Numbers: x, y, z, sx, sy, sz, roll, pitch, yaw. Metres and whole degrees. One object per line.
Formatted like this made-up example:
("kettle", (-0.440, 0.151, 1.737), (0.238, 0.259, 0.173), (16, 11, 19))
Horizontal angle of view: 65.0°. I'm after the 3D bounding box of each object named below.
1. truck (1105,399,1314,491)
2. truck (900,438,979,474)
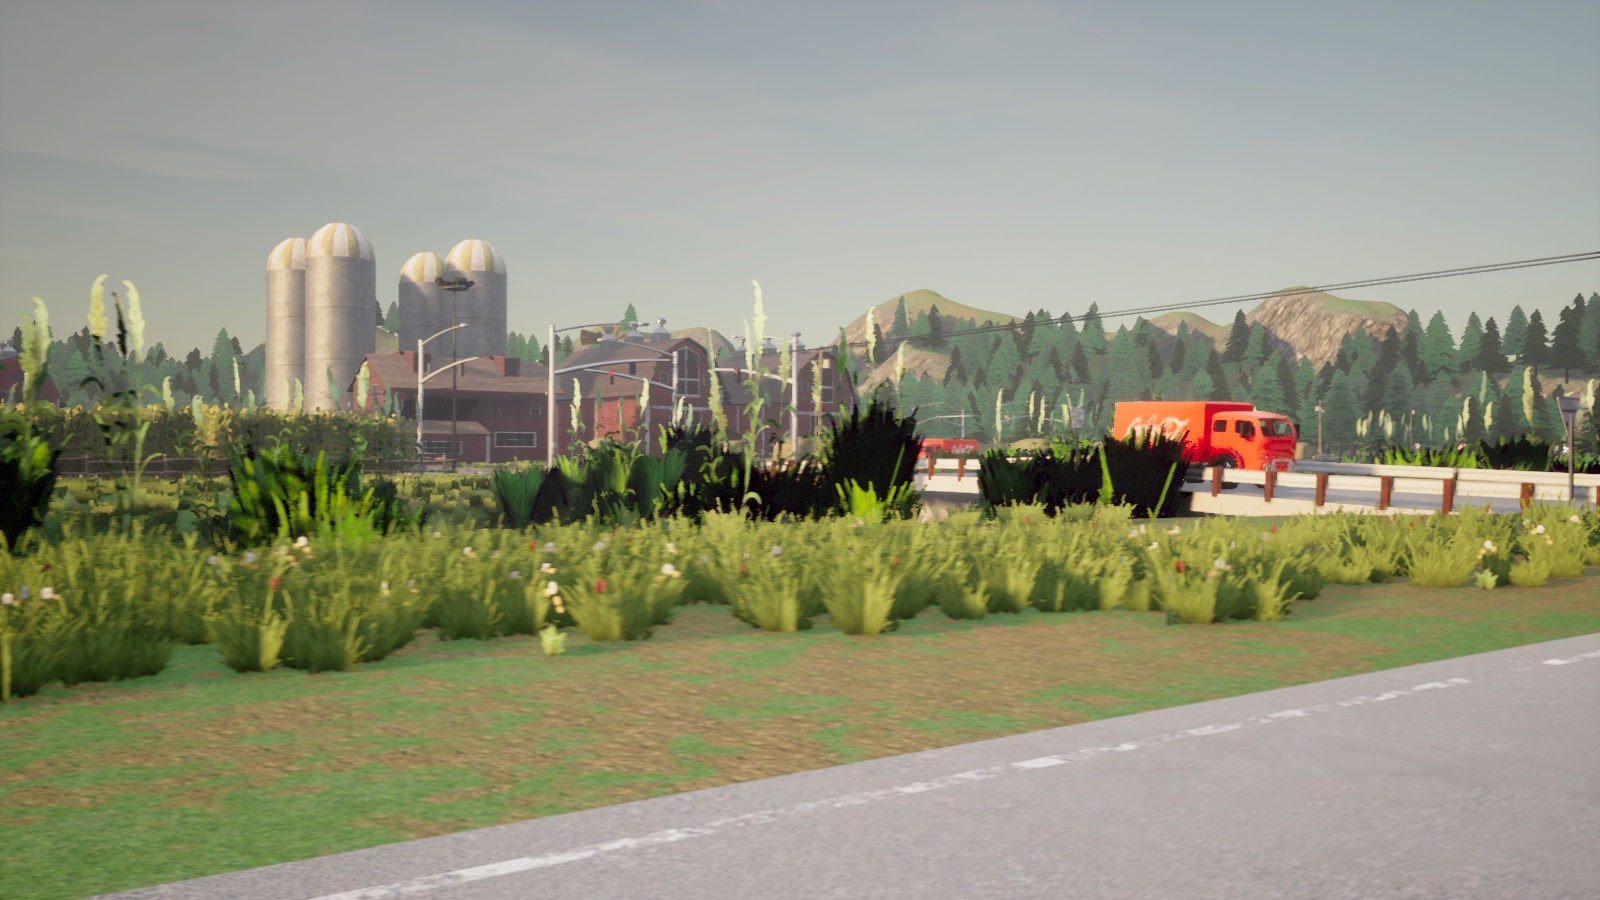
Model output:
("truck", (11.725, -0.219, 36.336), (2.627, 2.467, 5.204), (0, 2, -33))
("truck", (9.819, 0.419, 88.262), (5.204, 2.467, 2.627), (0, 0, -38))
